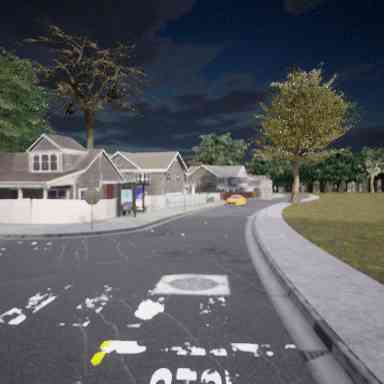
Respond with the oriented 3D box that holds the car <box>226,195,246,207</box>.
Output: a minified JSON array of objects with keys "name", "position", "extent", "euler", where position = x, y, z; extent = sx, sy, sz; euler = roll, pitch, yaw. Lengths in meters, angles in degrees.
[{"name":"car","position":[6.000,1.167,45.251],"extent":[1.882,1.535,5.008],"euler":[1,1,21]}]
